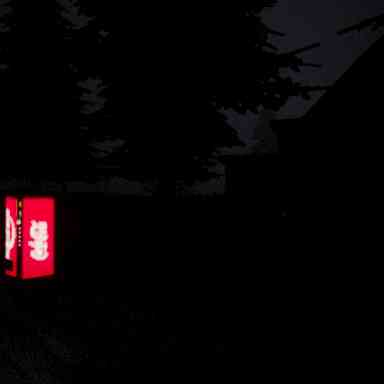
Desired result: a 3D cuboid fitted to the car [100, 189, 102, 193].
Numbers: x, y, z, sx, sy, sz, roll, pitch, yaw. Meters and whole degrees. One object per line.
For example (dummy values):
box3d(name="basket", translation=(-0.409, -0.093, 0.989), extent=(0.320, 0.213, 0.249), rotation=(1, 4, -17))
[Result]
box3d(name="car", translation=(-21.937, 0.428, 85.196), extent=(4.514, 1.523, 2.007), rotation=(0, 0, -23))

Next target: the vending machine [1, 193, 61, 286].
box3d(name="vending machine", translation=(-3.989, 1.091, 8.247), extent=(1.100, 2.100, 0.880), rotation=(0, 1, -44))

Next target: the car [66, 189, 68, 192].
box3d(name="car", translation=(-20.497, 0.645, 62.080), extent=(5.027, 1.636, 2.152), rotation=(0, 0, -23))

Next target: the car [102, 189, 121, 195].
box3d(name="car", translation=(-18.068, 0.562, 75.984), extent=(3.633, 1.501, 1.845), rotation=(0, 0, -23))

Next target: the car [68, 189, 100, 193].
box3d(name="car", translation=(-19.221, 0.689, 59.214), extent=(4.514, 1.523, 2.007), rotation=(0, 0, -23))
